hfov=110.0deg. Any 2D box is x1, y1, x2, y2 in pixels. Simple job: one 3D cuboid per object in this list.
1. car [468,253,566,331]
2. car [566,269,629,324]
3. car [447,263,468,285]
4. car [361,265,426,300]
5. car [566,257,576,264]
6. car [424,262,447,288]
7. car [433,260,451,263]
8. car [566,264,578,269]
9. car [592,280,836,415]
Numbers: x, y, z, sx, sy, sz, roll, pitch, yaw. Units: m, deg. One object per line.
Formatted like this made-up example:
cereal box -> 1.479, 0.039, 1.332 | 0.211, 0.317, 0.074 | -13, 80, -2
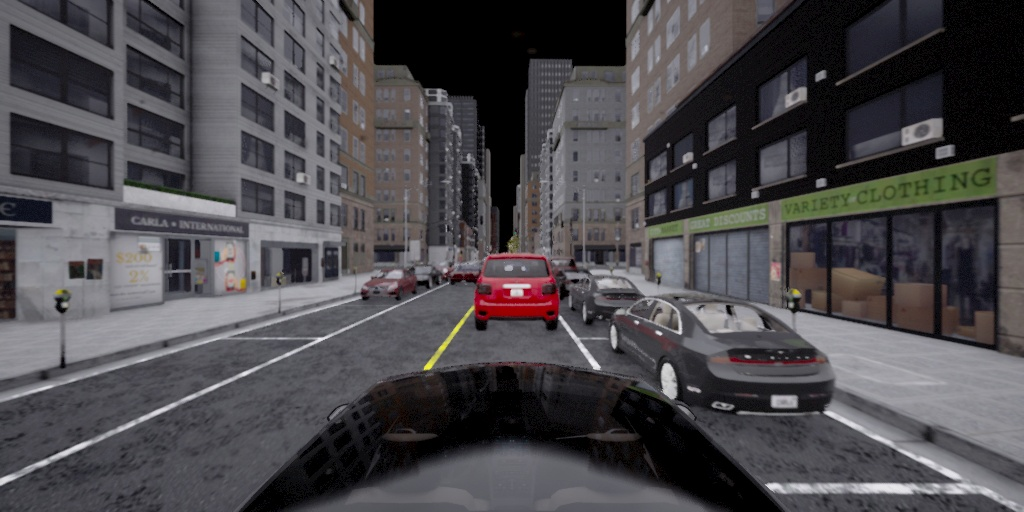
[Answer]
car -> 0.119, 0.932, 11.033 | 2.150, 2.045, 5.566 | 0, 0, 0
car -> 2.877, 1.259, 11.471 | 2.007, 1.370, 4.403 | 0, 0, 0
car -> -3.011, 1.254, 24.509 | 1.895, 1.301, 4.718 | 0, 0, 0
car -> -5.635, 1.267, 17.007 | 1.802, 1.307, 4.207 | 0, 0, 0
car -> 2.904, 0.976, 22.518 | 2.192, 1.841, 5.009 | 0, 0, 0
car -> -5.622, 1.227, 22.532 | 1.948, 1.339, 4.313 | 0, 0, 0
car -> -5.609, 1.077, 28.057 | 1.967, 1.591, 4.097 | 0, 0, 0
car -> 2.891, 1.251, 16.994 | 1.948, 1.339, 4.313 | 0, 0, 0
car -> 2.864, 1.282, 5.947 | 2.007, 1.370, 4.403 | 0, 0, 0
